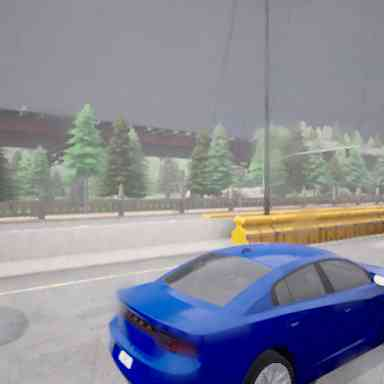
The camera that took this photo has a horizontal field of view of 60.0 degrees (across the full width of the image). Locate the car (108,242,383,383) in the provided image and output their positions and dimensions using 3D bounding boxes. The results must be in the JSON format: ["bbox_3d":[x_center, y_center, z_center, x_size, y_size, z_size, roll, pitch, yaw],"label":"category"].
[{"bbox_3d":[1.369,1.471,4.701,5.008,1.535,1.882,0,0,-35],"label":"car"}]
